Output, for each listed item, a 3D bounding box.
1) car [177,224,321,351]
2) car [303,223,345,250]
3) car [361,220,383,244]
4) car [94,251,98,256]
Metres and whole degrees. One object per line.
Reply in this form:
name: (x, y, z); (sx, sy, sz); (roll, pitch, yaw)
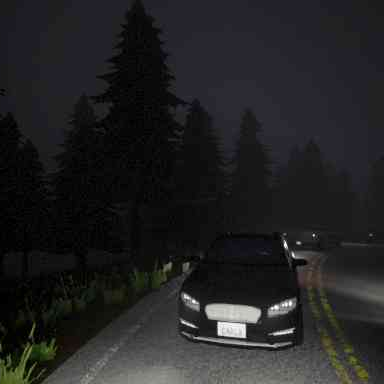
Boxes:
car: (1.139, 1.562, 6.634); (2.128, 1.511, 4.902); (-1, -2, 15)
car: (6.544, 2.312, 17.765); (1.895, 1.301, 4.718); (-3, -6, 39)
car: (15.986, 3.239, 26.534); (5.566, 2.045, 2.150); (8, -8, -28)
car: (-20.220, 13.651, 73.015); (4.181, 1.381, 1.994); (-2, -5, 31)
